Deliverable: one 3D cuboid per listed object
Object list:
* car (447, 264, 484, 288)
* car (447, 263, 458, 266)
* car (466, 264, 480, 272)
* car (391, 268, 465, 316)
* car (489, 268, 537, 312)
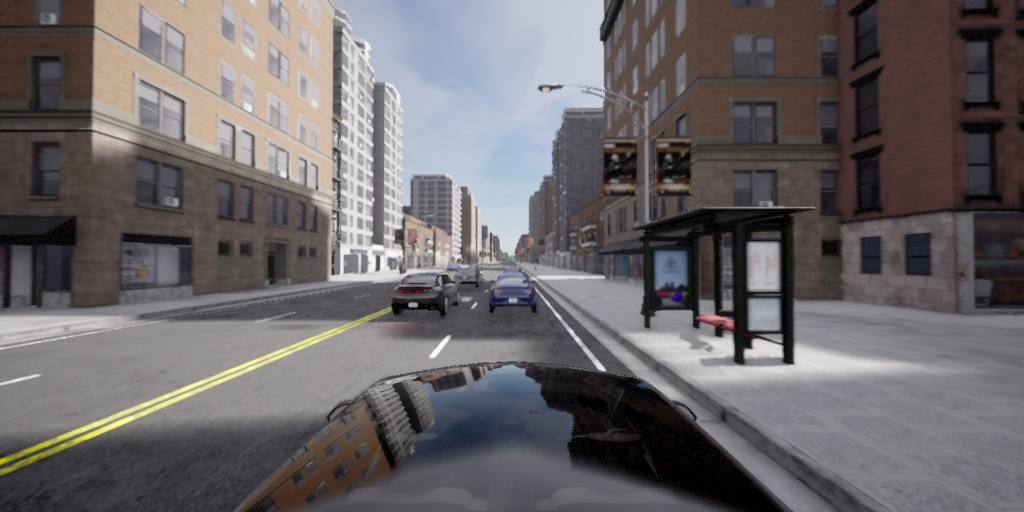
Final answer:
[{"bbox_3d":[-3.224,1.573,27.034,2.033,1.411,5.357,0,-1,1],"label":"car"},{"bbox_3d":[-9.791,1.922,60.421,1.812,1.442,4.674,0,-1,1],"label":"car"},{"bbox_3d":[-6.538,1.996,60.326,1.895,1.301,4.718,0,-1,1],"label":"car"},{"bbox_3d":[-3.203,1.387,14.042,1.837,1.490,4.892,0,-1,0],"label":"car"},{"bbox_3d":[0.049,1.418,14.914,1.812,1.442,4.674,0,0,0],"label":"car"}]
